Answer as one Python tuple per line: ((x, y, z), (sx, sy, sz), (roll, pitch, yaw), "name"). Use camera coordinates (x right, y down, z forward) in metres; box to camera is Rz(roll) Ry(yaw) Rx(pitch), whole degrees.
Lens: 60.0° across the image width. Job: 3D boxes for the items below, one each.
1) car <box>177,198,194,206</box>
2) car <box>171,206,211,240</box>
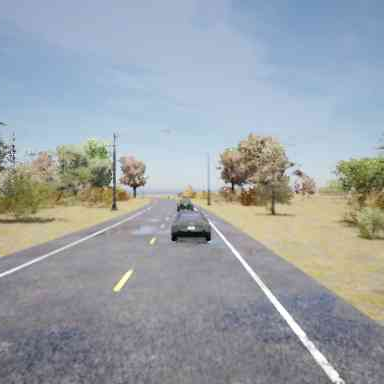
((-0.922, 1.603, 43.479), (2.097, 1.767, 4.553), (0, 0, -3), "car")
((-0.069, 1.670, 17.602), (1.994, 1.385, 4.181), (0, 0, -1), "car")
